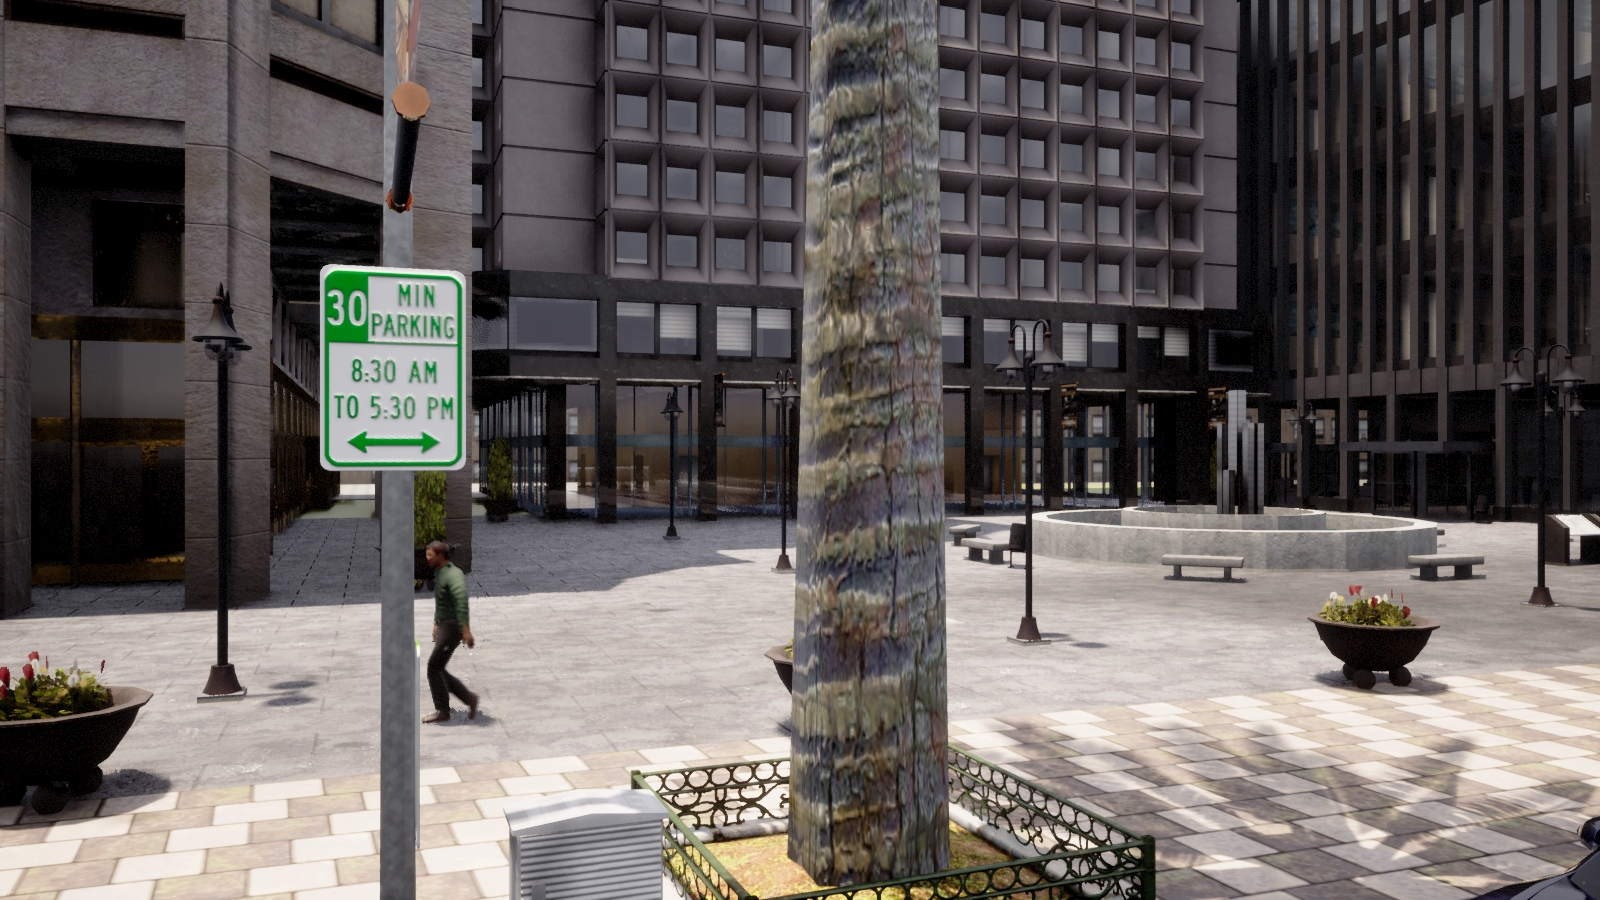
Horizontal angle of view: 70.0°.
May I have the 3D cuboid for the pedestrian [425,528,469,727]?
[{"bbox_3d":[-3.432,1.704,11.101,0.375,1.860,0.375,0,0,-22],"label":"pedestrian"}]
